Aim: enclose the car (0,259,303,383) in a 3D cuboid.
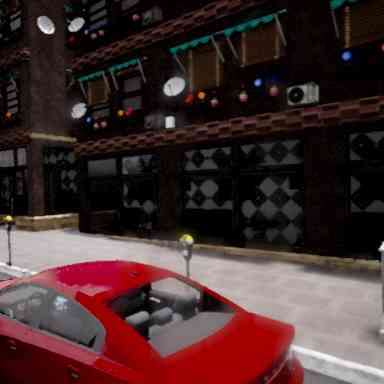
[{"bbox_3d":[-1.154,1.439,3.625,4.507,1.381,1.887,1,1,36],"label":"car"}]
